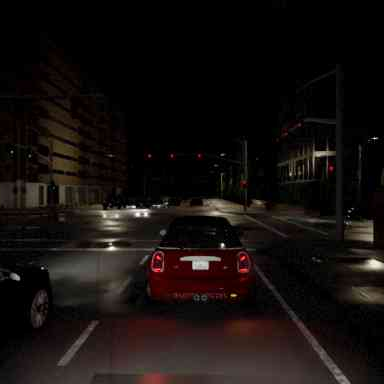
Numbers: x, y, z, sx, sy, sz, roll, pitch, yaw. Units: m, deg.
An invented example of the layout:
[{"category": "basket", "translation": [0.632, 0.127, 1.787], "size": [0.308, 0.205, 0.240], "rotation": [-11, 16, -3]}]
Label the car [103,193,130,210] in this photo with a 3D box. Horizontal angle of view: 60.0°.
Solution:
[{"category": "car", "translation": [-10.149, 1.218, 44.159], "size": [2.150, 2.045, 5.566], "rotation": [0, 0, 1]}]

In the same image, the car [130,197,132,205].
[{"category": "car", "translation": [-9.886, 1.560, 54.964], "size": [1.994, 1.385, 4.181], "rotation": [0, 0, 2]}]

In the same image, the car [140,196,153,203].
[{"category": "car", "translation": [-9.392, 1.590, 68.692], "size": [1.895, 1.301, 4.718], "rotation": [0, 0, 2]}]

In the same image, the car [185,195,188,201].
[{"category": "car", "translation": [-1.927, 1.534, 83.989], "size": [2.033, 1.411, 5.357], "rotation": [0, 0, 2]}]

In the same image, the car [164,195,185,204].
[{"category": "car", "translation": [-2.748, 1.488, 52.975], "size": [2.128, 1.511, 4.902], "rotation": [0, 0, 2]}]

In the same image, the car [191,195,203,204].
[{"category": "car", "translation": [0.795, 1.474, 54.485], "size": [1.882, 1.535, 5.008], "rotation": [0, 0, 2]}]

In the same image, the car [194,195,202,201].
[{"category": "car", "translation": [1.573, 1.519, 83.918], "size": [2.128, 1.511, 4.902], "rotation": [0, 0, 2]}]

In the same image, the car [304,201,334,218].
[{"category": "car", "translation": [12.787, 1.531, 30.103], "size": [5.008, 1.535, 1.882], "rotation": [0, 0, 1]}]

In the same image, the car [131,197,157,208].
[{"category": "car", "translation": [-6.593, 1.488, 46.582], "size": [2.128, 1.511, 4.902], "rotation": [0, 0, 1]}]

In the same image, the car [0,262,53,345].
[{"category": "car", "translation": [-3.394, 1.491, 3.933], "size": [2.128, 1.511, 4.902], "rotation": [0, 0, 1]}]

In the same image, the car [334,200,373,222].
[{"category": "car", "translation": [14.240, 1.405, 26.570], "size": [4.553, 1.767, 2.097], "rotation": [0, 0, 1]}]

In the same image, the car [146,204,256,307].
[{"category": "car", "translation": [0.223, 1.351, 8.161], "size": [2.097, 1.767, 4.553], "rotation": [0, 0, 2]}]

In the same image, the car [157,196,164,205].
[{"category": "car", "translation": [-6.237, 1.543, 59.193], "size": [2.033, 1.411, 5.357], "rotation": [0, 0, 2]}]

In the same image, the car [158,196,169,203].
[{"category": "car", "translation": [-5.858, 1.518, 69.761], "size": [1.812, 1.442, 4.674], "rotation": [0, 0, 2]}]
